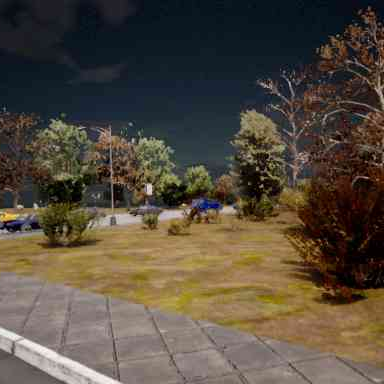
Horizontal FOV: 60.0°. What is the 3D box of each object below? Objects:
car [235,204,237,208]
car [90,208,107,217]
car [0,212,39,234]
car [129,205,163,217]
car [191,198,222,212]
[{"bbox_3d":[9.382,2.582,62.523,1.895,1.301,4.718,-3,-2,33],"label":"car"},{"bbox_3d":[-11.710,2.459,35.885,2.033,1.411,5.357,-3,-2,32],"label":"car"},{"bbox_3d":[-11.016,2.159,23.741,1.895,1.301,4.718,-3,-2,34],"label":"car"},{"bbox_3d":[-6.071,2.510,44.859,2.033,1.411,5.357,-3,-2,32],"label":"car"},{"bbox_3d":[1.990,1.875,44.235,2.150,2.045,5.566,-3,-2,32],"label":"car"}]
